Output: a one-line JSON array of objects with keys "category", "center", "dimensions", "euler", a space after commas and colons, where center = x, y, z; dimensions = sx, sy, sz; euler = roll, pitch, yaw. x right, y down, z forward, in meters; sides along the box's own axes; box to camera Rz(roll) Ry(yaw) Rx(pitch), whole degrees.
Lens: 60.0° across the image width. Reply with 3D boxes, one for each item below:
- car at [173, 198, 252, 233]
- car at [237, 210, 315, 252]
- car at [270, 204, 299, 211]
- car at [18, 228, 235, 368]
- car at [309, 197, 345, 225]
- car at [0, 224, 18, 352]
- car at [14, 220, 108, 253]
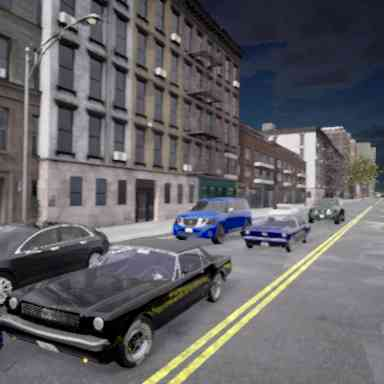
[{"category": "car", "center": [1.260, 1.312, 16.603], "dimensions": [2.150, 2.045, 5.566], "euler": [0, 0, 30]}, {"category": "car", "center": [3.902, 1.712, 14.687], "dimensions": [1.895, 1.301, 4.718], "euler": [0, 0, 30]}, {"category": "car", "center": [7.597, 1.734, 27.489], "dimensions": [1.812, 1.442, 4.674], "euler": [0, 0, 30]}, {"category": "car", "center": [-0.838, 1.620, 6.081], "dimensions": [1.895, 1.301, 4.718], "euler": [2, 0, 25]}, {"category": "car", "center": [10.969, 1.466, 26.807], "dimensions": [2.150, 2.045, 5.566], "euler": [0, 0, 31]}, {"category": "car", "center": [-4.609, 1.319, 3.533], "dimensions": [4.553, 1.767, 2.097], "euler": [1, 0, -36]}, {"category": "car", "center": [-3.933, 1.497, 8.010], "dimensions": [1.837, 1.490, 4.892], "euler": [1, 0, 22]}]
